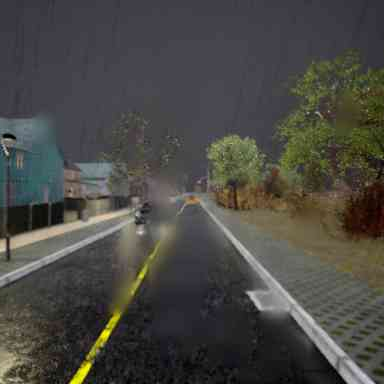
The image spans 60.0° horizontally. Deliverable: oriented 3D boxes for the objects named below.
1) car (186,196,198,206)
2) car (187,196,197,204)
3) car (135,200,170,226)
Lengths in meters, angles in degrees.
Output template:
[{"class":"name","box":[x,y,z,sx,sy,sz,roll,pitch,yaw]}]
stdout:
[{"class":"car","box":[0.000,1.663,59.783,1.882,1.535,5.008,0,0,0]},{"class":"car","box":[0.000,1.611,70.217,1.837,1.490,4.892,0,0,0]},{"class":"car","box":[-2.786,1.424,24.039,2.097,1.767,4.553,0,0,1]}]
